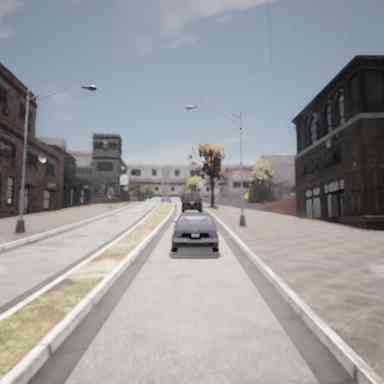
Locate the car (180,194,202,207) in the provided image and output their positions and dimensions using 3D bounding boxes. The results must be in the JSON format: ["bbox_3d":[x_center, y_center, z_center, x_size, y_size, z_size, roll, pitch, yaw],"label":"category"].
[{"bbox_3d":[-0.060,1.264,35.885,2.150,2.045,5.566,0,0,-1],"label":"car"}]

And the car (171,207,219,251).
[{"bbox_3d":[0.115,1.566,14.126,2.033,1.411,5.357,0,0,0],"label":"car"}]
